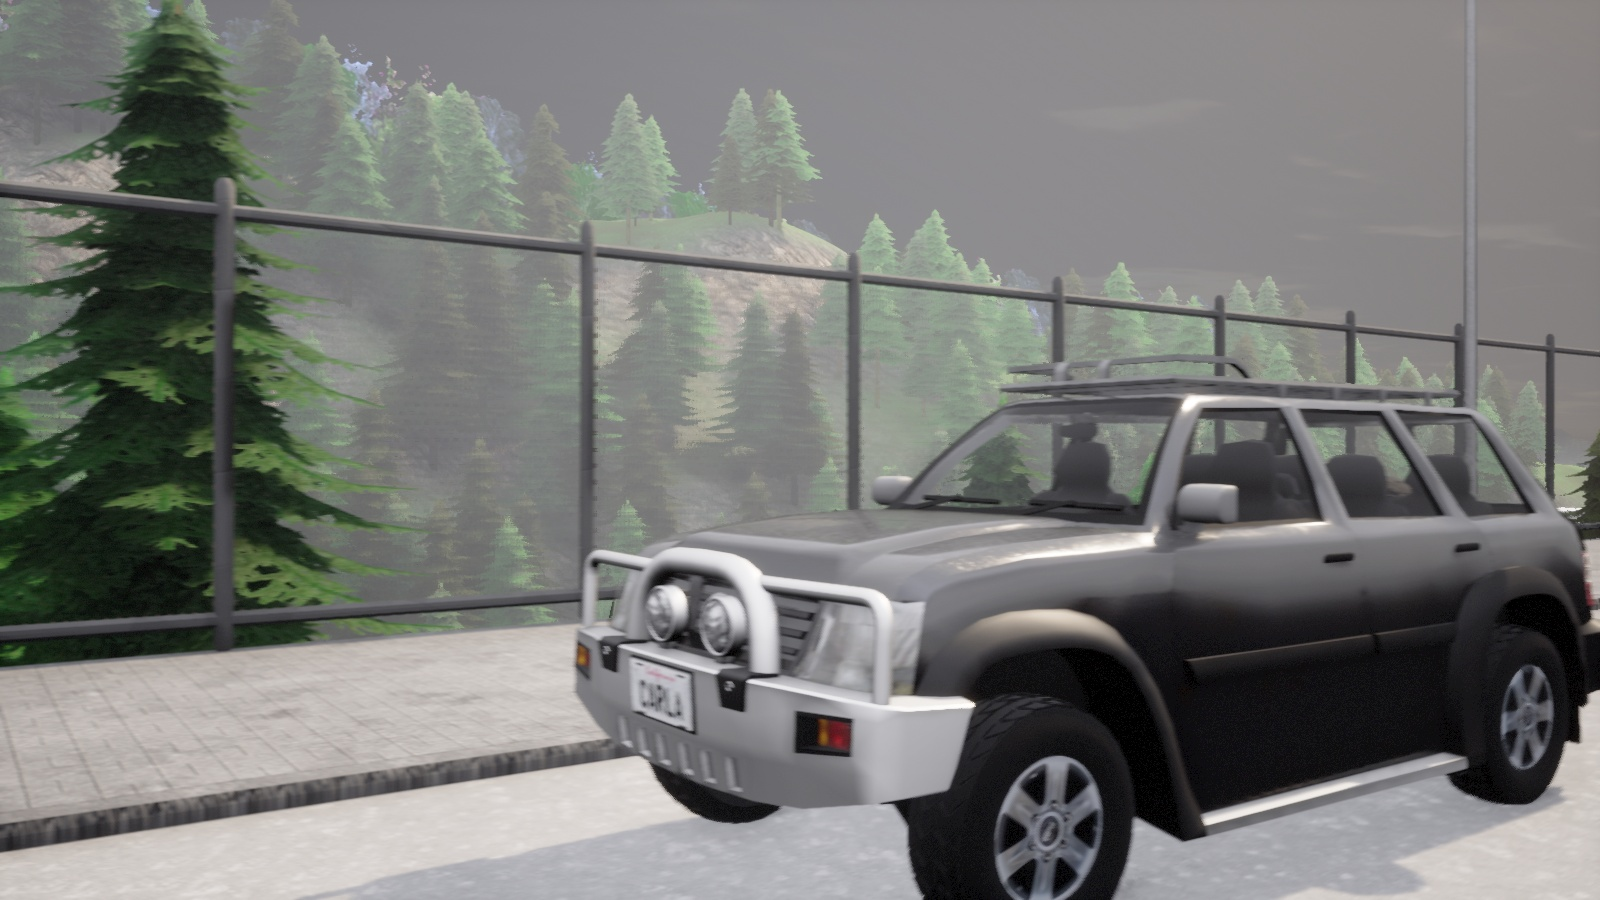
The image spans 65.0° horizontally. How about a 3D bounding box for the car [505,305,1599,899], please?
[{"bbox_3d":[1.342,0.571,5.201,4.605,1.855,1.932,0,0,-35],"label":"car"}]
